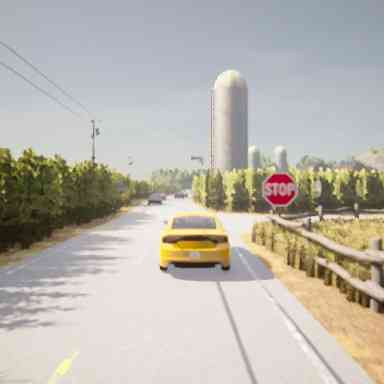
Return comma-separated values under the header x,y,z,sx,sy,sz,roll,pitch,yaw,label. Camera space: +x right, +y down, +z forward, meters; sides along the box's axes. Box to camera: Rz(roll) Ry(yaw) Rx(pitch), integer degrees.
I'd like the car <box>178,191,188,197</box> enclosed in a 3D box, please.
x,y,z,sx,sy,sz,roll,pitch,yaw,label
-2.000,0.441,77.156,1.895,1.301,4.718,0,1,4,car

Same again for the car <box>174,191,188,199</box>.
x,y,z,sx,sy,sz,roll,pitch,yaw,label
-2.528,0.626,66.598,2.033,1.411,5.357,0,1,2,car

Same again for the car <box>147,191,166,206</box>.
x,y,z,sx,sy,sz,roll,pitch,yaw,label
-4.743,0.952,42.966,2.033,1.411,5.357,0,1,-5,car

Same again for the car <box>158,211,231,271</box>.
x,y,z,sx,sy,sz,roll,pitch,yaw,label
0.072,1.332,10.429,1.882,1.535,5.008,0,1,0,car
